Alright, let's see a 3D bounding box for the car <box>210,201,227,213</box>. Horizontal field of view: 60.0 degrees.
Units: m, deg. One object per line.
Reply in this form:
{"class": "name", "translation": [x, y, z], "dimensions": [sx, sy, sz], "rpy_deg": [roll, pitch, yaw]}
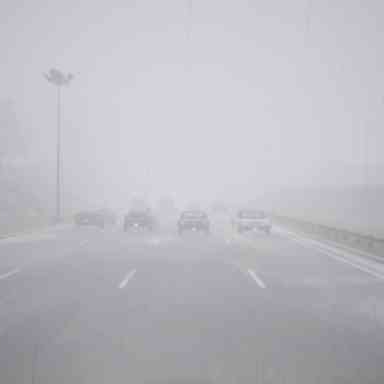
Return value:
{"class": "car", "translation": [3.632, 2.012, 45.267], "dimensions": [1.837, 1.490, 4.892], "rpy_deg": [0, -1, 0]}

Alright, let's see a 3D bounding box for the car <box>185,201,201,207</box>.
{"class": "car", "translation": [0.130, 2.009, 45.002], "dimensions": [1.837, 1.490, 4.892], "rpy_deg": [0, -1, 0]}

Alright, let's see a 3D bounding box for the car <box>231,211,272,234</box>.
{"class": "car", "translation": [3.605, 1.839, 21.136], "dimensions": [1.895, 1.301, 4.718], "rpy_deg": [0, -1, 0]}

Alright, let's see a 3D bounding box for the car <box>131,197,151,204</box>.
{"class": "car", "translation": [-6.864, 1.730, 45.004], "dimensions": [2.150, 2.045, 5.566], "rpy_deg": [0, 0, 0]}

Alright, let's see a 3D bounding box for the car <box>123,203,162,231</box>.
{"class": "car", "translation": [-3.395, 1.760, 22.627], "dimensions": [1.837, 1.490, 4.892], "rpy_deg": [0, -1, 0]}

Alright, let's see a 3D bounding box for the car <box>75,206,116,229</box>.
{"class": "car", "translation": [-6.894, 1.751, 24.194], "dimensions": [1.882, 1.535, 5.008], "rpy_deg": [0, -1, 0]}

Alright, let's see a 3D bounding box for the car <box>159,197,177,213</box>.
{"class": "car", "translation": [-3.367, 1.733, 45.568], "dimensions": [2.150, 2.045, 5.566], "rpy_deg": [0, -1, 0]}

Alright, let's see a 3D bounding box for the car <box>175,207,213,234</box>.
{"class": "car", "translation": [0.105, 1.839, 21.128], "dimensions": [1.895, 1.301, 4.718], "rpy_deg": [0, -1, 0]}
